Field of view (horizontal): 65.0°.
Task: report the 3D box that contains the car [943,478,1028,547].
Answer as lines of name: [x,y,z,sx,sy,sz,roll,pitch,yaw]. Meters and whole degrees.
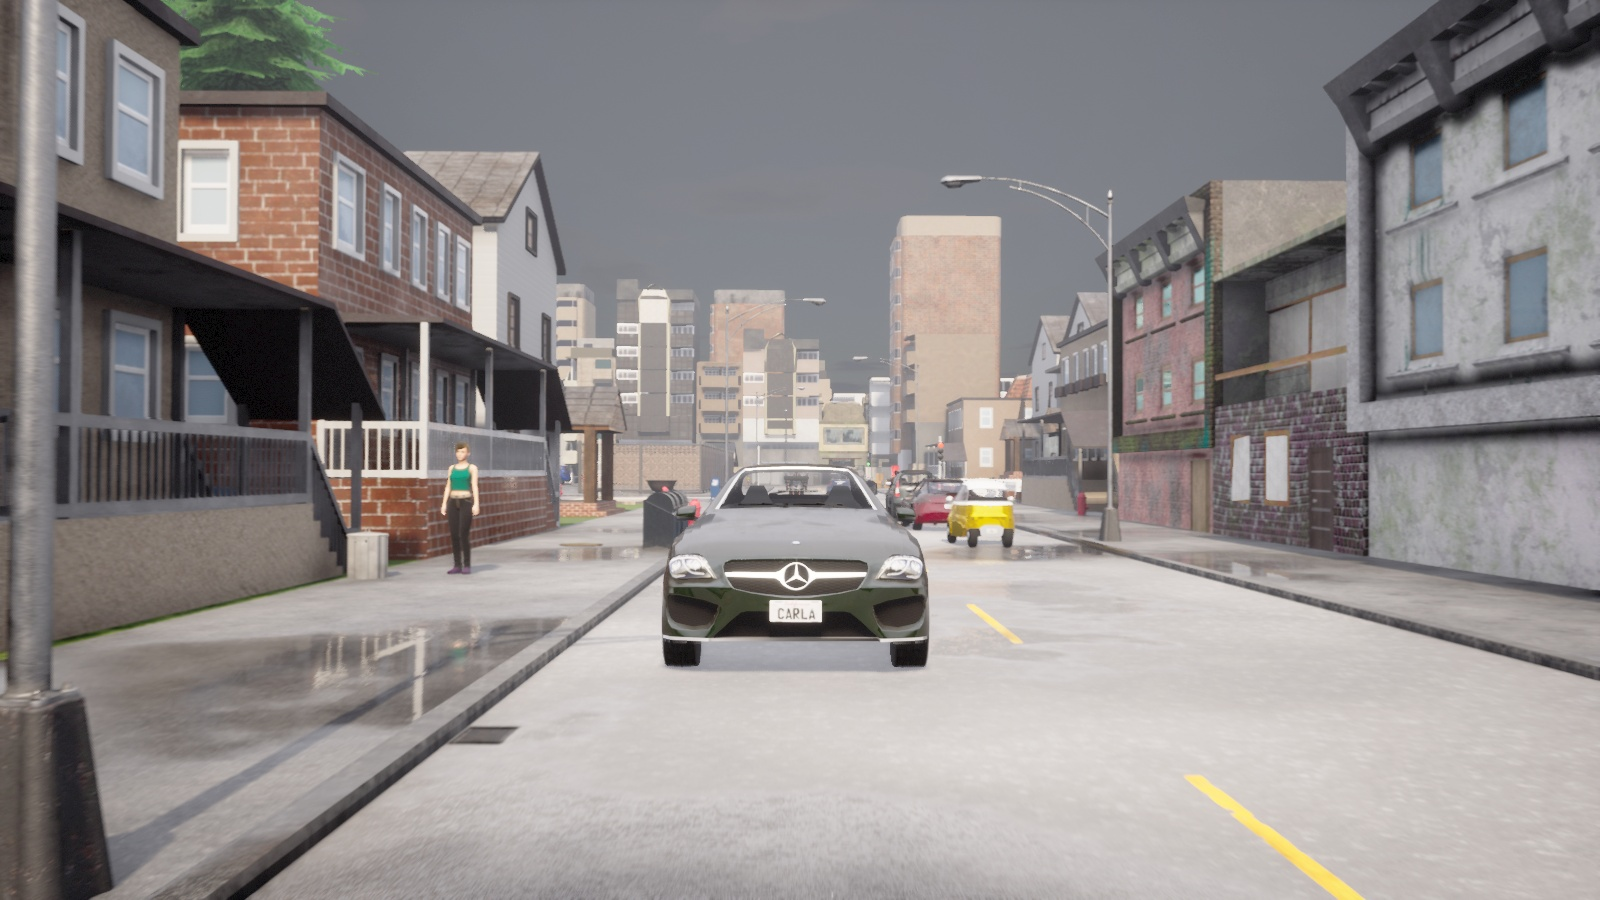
car: [3.931,1.302,26.824,1.481,1.376,2.207,0,-1,0]

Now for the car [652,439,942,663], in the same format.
car: [-0.032,0.792,11.861,2.152,1.651,5.027,0,-1,0]

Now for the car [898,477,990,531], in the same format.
car: [3.916,1.445,34.782,1.994,1.385,4.181,0,-1,-1]

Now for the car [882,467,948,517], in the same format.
car: [3.889,1.418,43.058,1.851,1.617,3.988,0,-1,0]

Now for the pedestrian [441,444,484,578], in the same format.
pedestrian: [-4.700,0.836,17.492,0.345,1.836,0.594,0,-1,13]
